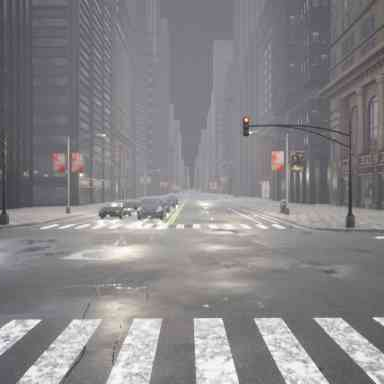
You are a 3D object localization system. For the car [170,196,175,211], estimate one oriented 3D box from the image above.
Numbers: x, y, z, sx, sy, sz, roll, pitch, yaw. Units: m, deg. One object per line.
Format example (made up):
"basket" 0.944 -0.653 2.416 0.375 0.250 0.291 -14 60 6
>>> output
"car" -3.320 1.524 37.540 2.033 1.411 5.357 0 0 0

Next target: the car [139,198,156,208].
"car" -6.565 1.565 49.509 1.895 1.301 4.718 0 0 0

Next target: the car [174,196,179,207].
"car" -3.319 1.530 47.439 1.994 1.385 4.181 0 0 0

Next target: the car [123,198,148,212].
"car" -6.567 1.522 39.423 2.033 1.411 5.357 0 0 0

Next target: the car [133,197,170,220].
"car" -3.326 1.337 28.066 2.097 1.767 4.553 0 0 0

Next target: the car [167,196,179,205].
"car" -3.273 1.455 57.813 1.837 1.490 4.892 0 0 0

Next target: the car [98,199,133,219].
"car" -6.551 1.531 29.324 2.033 1.411 5.357 0 0 4
